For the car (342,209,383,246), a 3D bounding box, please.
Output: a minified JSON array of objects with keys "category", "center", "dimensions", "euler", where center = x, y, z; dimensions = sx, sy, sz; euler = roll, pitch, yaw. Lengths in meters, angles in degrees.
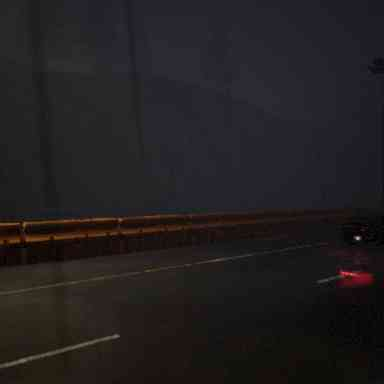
[{"category":"car","center":[8.291,1.513,14.148],"dimensions":[4.892,1.490,1.837],"euler":[0,0,-36]}]
